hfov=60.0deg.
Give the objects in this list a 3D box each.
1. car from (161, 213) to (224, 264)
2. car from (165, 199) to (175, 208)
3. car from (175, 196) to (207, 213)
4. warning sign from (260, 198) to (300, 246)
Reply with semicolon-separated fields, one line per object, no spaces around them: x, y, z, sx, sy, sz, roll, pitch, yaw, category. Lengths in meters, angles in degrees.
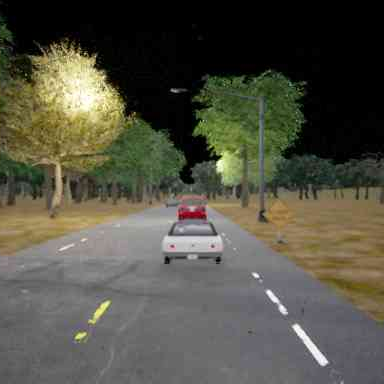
0.038;1.657;12.092;1.895;1.301;4.718;0;0;0;car
-3.562;2.010;57.937;1.837;1.490;4.892;0;-1;0;car
0.032;1.397;26.628;2.150;2.045;5.566;0;0;0;car
3.535;1.180;13.511;1.300;1.860;1.060;-1;-1;0;warning sign
